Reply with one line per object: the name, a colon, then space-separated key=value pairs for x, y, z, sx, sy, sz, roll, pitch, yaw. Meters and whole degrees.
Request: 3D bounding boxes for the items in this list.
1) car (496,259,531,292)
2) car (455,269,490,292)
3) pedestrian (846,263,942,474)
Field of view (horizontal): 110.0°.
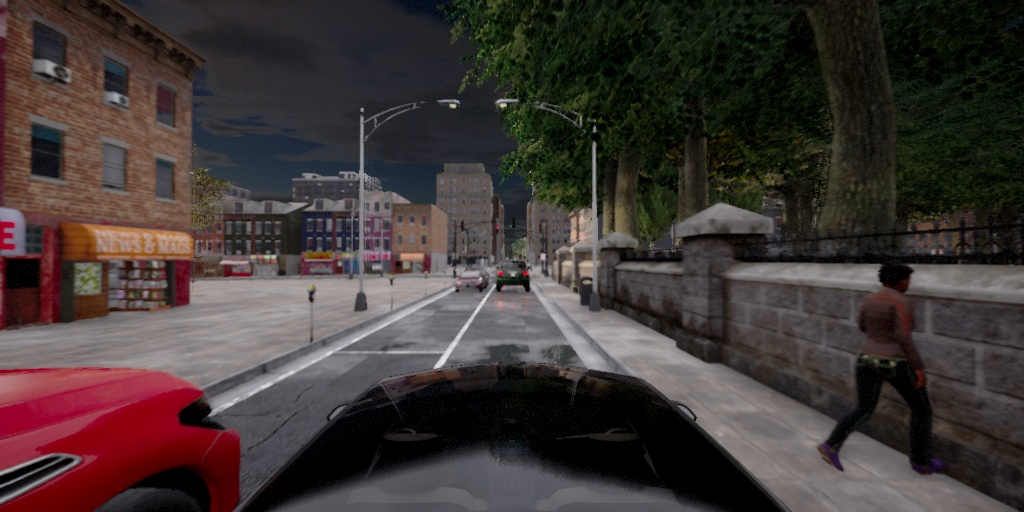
car: x=0.086 y=1.241 z=24.170 sx=2.150 sy=2.045 sz=5.566 roll=0 pitch=-1 yaw=1
car: x=-2.628 y=1.593 z=23.480 sx=1.802 sy=1.307 sz=4.207 roll=0 pitch=0 yaw=0
pedestrian: x=3.242 y=0.908 z=3.071 sx=0.375 sy=1.860 sz=0.375 roll=0 pitch=-1 yaw=0
